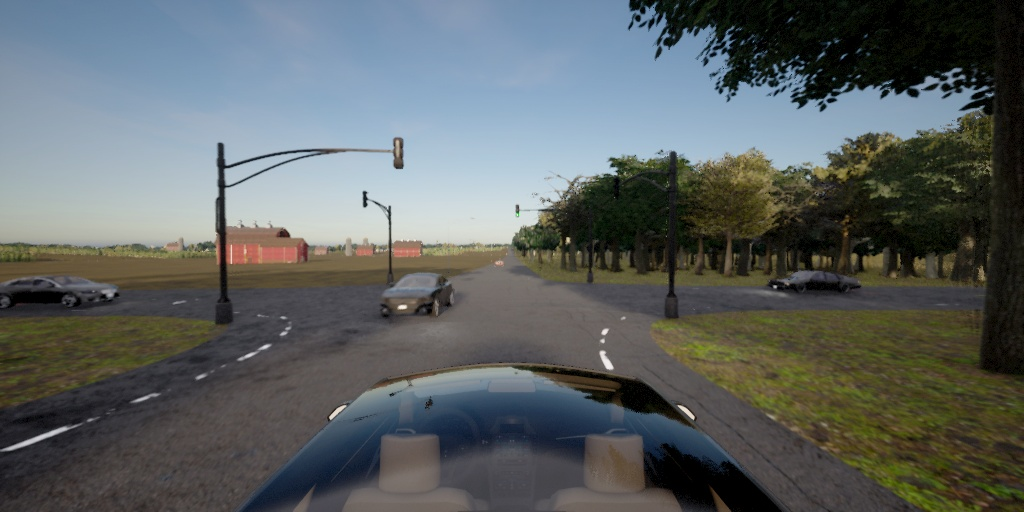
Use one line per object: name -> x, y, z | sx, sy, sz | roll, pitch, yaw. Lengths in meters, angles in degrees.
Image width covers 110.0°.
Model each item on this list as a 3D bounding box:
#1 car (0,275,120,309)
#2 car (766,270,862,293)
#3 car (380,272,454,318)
car -> -22.779, 1.730, 17.952 | 4.902, 1.511, 2.128 | 0, 2, -5
car -> 20.088, 1.675, 23.904 | 5.357, 1.411, 2.033 | 0, 2, -4
car -> -3.511, 1.402, 13.990 | 1.882, 1.535, 5.008 | 0, -1, 0
